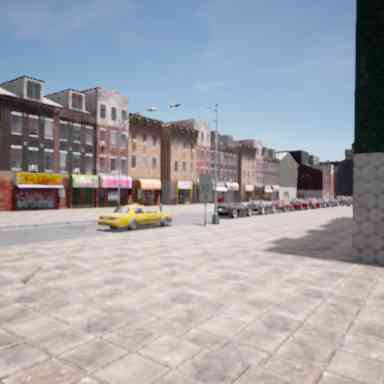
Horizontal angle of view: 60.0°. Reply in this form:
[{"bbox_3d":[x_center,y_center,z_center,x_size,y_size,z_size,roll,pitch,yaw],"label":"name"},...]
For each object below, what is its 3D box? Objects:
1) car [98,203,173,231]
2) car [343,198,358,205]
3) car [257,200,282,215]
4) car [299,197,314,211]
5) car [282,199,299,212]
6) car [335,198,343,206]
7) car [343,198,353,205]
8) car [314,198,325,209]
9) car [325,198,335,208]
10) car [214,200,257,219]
[{"bbox_3d":[-3.016,1.323,18.835,1.752,1.417,4.829,1,0,36],"label":"car"},{"bbox_3d":[32.925,1.926,69.001,1.887,1.381,4.507,0,-1,36],"label":"car"},{"bbox_3d":[6.715,1.465,32.416,2.008,1.369,4.403,0,0,36],"label":"car"},{"bbox_3d":[13.268,1.554,41.562,1.887,1.381,4.507,0,0,36],"label":"car"},{"bbox_3d":[9.991,1.542,36.989,1.802,1.307,4.206,0,0,36],"label":"car"},{"bbox_3d":[23.097,1.730,55.282,2.008,1.369,4.403,0,-1,36],"label":"car"},{"bbox_3d":[29.650,1.862,64.428,2.008,1.369,4.403,0,-1,36],"label":"car"},{"bbox_3d":[16.545,1.503,46.136,1.967,1.590,4.097,0,0,36],"label":"car"},{"bbox_3d":[19.820,1.670,50.708,2.008,1.369,4.403,0,0,36],"label":"car"},{"bbox_3d":[3.438,1.438,27.843,1.947,1.339,4.313,0,0,36],"label":"car"}]
